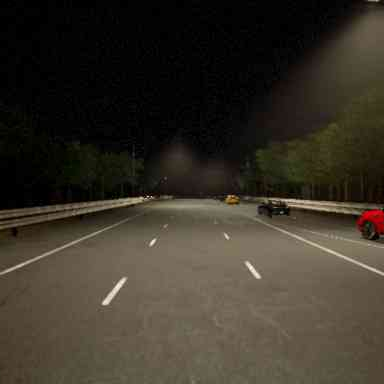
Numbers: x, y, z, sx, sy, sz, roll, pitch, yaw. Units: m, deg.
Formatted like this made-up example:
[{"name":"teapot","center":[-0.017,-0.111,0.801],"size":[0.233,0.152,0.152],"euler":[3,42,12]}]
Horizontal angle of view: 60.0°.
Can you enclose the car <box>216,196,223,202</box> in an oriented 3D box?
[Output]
[{"name":"car","center":[7.084,1.582,76.162],"size":[1.837,1.490,4.892],"euler":[0,0,0]}]

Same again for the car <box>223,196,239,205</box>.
[{"name":"car","center":[7.027,1.488,58.496],"size":[1.882,1.535,5.008],"euler":[0,0,0]}]

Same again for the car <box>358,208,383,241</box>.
[{"name":"car","center":[9.545,1.237,13.831],"size":[2.150,2.045,5.566],"euler":[0,0,-12]}]

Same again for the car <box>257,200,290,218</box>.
[{"name":"car","center":[7.290,1.498,29.978],"size":[2.128,1.511,4.902],"euler":[0,0,-4]}]
